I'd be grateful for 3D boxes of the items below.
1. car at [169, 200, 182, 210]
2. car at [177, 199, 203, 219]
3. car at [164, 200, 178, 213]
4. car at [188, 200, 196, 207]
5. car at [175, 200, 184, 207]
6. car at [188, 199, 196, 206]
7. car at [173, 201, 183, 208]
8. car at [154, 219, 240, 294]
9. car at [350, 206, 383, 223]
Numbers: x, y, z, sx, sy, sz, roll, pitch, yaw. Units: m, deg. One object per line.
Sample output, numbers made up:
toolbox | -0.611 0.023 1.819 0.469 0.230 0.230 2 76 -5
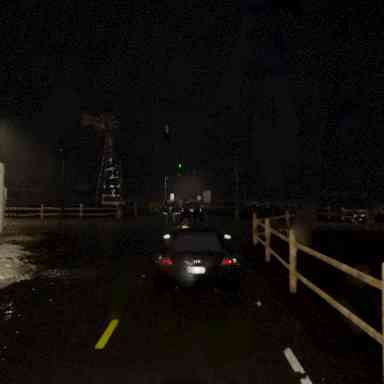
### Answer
car | -2.793 2.217 56.484 1.882 1.535 5.008 0 -1 1
car | -0.029 1.720 31.462 2.097 1.767 4.553 0 -1 0
car | -2.843 2.081 46.681 2.128 1.511 4.902 0 -1 0
car | 0.002 2.611 77.445 1.812 1.442 4.674 0 -1 0
car | -2.748 2.545 76.562 1.882 1.535 5.008 0 -1 0
car | 0.006 2.624 87.606 2.097 1.767 4.553 0 -1 0
car | -2.750 2.464 66.433 1.994 1.385 4.181 0 -1 0
car | 0.143 1.665 9.112 1.994 1.385 4.181 0 -1 1
car | 16.294 1.974 28.910 4.553 1.767 2.097 1 -2 0
